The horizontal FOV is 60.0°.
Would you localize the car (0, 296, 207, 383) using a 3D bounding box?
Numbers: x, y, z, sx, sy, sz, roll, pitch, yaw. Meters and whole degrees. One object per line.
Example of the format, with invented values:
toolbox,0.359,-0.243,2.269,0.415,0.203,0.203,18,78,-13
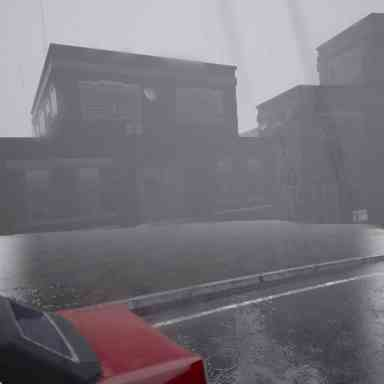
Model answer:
car,-2.294,1.604,2.210,4.718,1.301,1.895,0,0,-35
